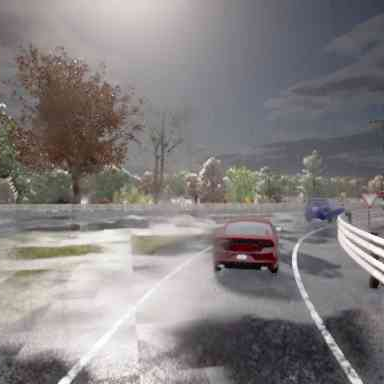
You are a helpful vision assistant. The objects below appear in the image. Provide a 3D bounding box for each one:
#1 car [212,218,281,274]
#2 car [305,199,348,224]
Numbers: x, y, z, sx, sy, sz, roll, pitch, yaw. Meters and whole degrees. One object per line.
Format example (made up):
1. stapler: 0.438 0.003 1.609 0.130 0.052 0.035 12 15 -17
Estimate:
1. car: 1.967 1.616 11.292 1.882 1.535 5.008 0 -1 15
2. car: 11.722 1.587 28.865 2.150 2.045 5.566 -1 -1 42
